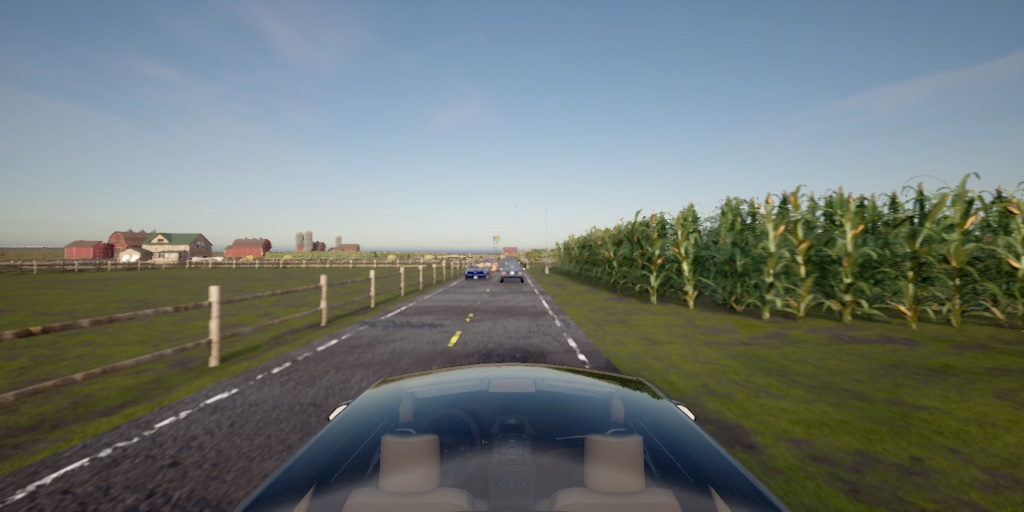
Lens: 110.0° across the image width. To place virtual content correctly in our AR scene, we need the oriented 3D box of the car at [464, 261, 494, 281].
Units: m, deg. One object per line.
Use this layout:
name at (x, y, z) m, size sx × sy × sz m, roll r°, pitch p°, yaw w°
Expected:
car at (-2.760, 1.328, 29.470) m, size 1.895 × 1.301 × 4.718 m, roll 0°, pitch 0°, yaw 0°

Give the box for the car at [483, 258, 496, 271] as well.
car at (-2.759, 1.060, 43.506) m, size 2.097 × 1.767 × 4.553 m, roll 0°, pitch 0°, yaw 0°

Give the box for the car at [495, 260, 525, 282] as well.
car at (0.024, 1.276, 28.302) m, size 2.033 × 1.411 × 5.357 m, roll 0°, pitch 0°, yaw 0°
